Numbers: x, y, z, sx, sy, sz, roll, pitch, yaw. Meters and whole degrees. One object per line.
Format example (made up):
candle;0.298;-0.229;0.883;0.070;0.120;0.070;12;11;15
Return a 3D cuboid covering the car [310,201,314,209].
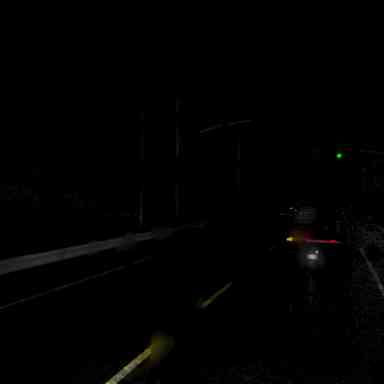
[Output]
car;20.542;2.248;58.703;2.033;1.411;5.357;1;0;24

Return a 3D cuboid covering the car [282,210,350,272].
car;4.338;1.635;11.578;2.128;1.511;4.902;1;0;23

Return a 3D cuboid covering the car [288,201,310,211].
car;13.517;1.993;42.453;1.837;1.490;4.892;1;-1;23
